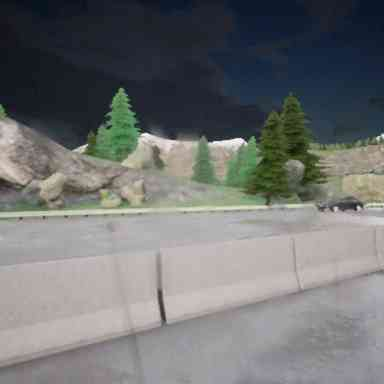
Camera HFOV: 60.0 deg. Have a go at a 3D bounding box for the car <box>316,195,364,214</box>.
[{"bbox_3d":[13.756,1.073,30.933,4.892,1.490,1.837,0,1,-23],"label":"car"}]
